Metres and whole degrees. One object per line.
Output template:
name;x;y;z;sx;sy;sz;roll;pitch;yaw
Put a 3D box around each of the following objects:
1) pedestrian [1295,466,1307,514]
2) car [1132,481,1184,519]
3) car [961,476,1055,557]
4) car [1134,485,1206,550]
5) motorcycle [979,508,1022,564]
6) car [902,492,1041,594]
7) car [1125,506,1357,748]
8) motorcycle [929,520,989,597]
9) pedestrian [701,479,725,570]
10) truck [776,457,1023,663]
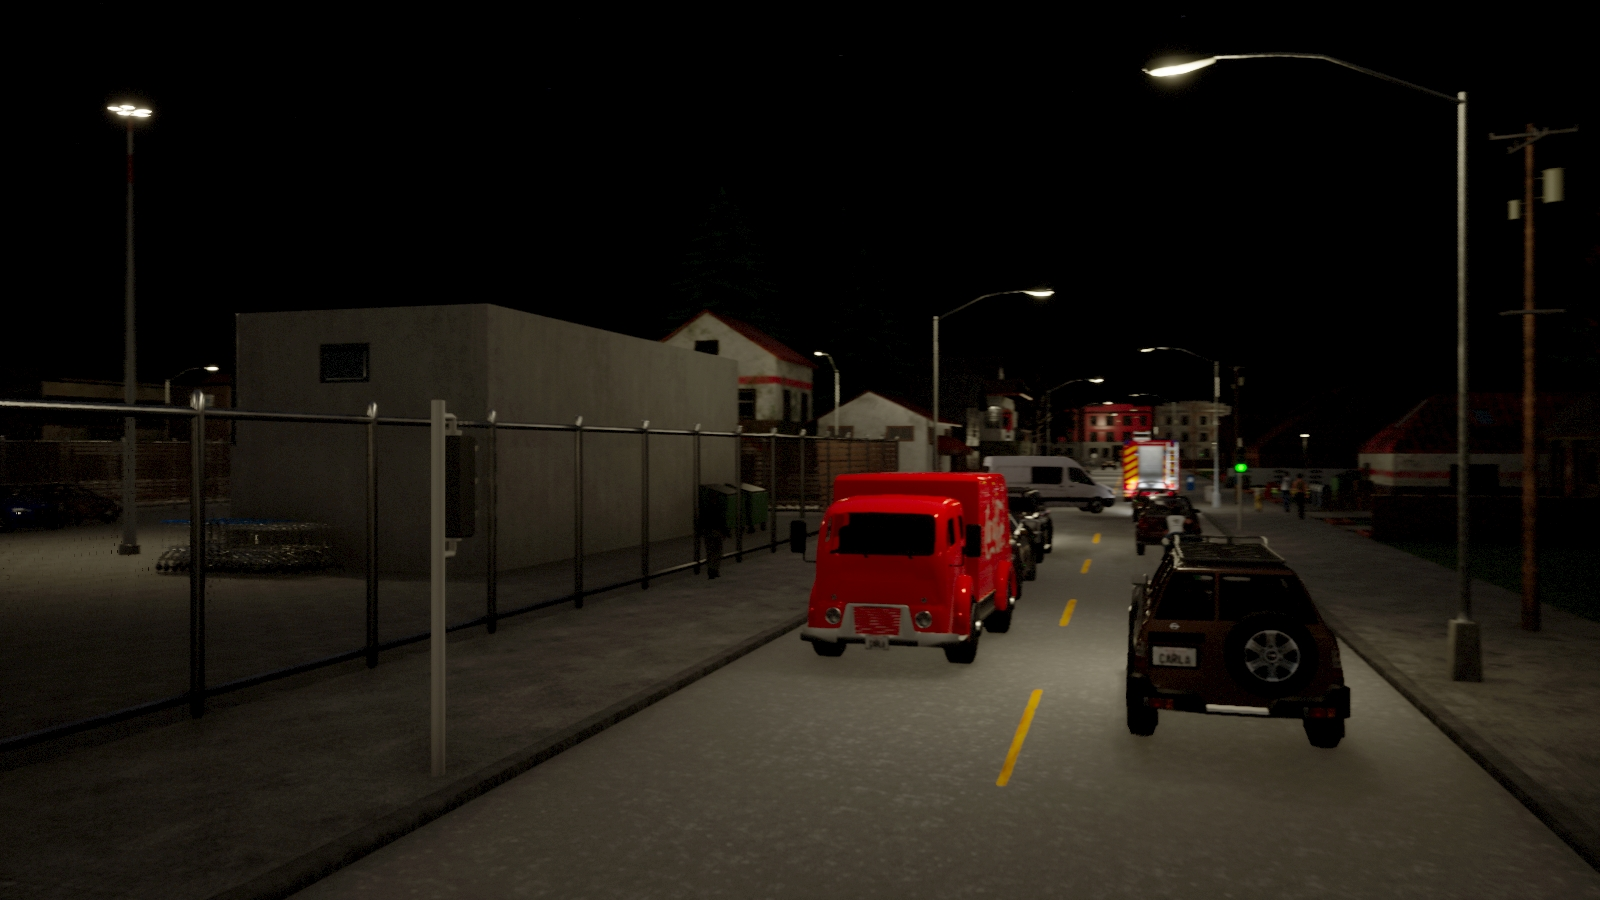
pedestrian;19.425;1.543;44.313;0.375;1.860;0.375;0;0;15
car;14.260;1.954;45.693;1.895;1.301;4.718;0;0;16
car;5.536;1.657;29.954;1.932;1.855;4.605;0;0;17
car;10.186;1.819;31.674;1.789;1.549;3.705;0;0;16
motorcycle;4.750;2.005;26.950;0.803;1.145;2.033;0;0;16
car;3.644;1.782;23.435;2.152;1.651;5.027;0;0;16
car;4.540;1.648;12.349;1.932;1.855;4.605;0;0;16
motorcycle;2.973;1.971;21.182;0.856;1.236;1.805;0;0;16
pedestrian;-1.808;1.536;23.689;0.375;1.860;0.375;0;0;17
truck;1.688;1.356;16.733;2.627;2.467;5.204;0;0;16
